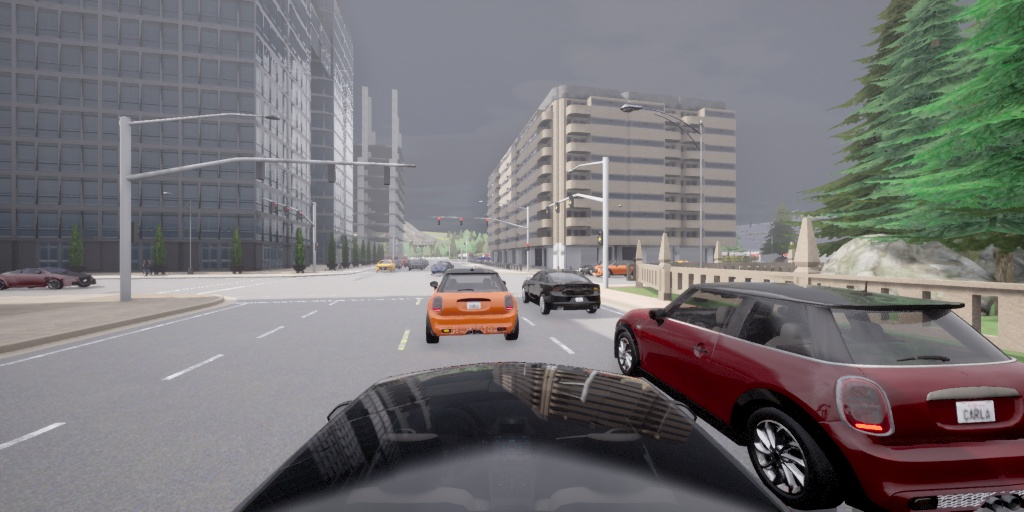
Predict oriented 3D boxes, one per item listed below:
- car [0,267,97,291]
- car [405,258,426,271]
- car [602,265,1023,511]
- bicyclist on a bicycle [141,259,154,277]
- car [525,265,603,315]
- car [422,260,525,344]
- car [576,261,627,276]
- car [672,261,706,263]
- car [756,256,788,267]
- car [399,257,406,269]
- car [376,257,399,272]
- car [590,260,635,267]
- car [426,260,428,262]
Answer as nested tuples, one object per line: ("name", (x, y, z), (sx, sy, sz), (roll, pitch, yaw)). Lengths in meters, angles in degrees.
("car", (-28.981, 1.369, 22.279), (4.181, 1.385, 1.994), (0, 0, -12))
("car", (-13.083, 1.255, 48.868), (1.837, 1.490, 4.892), (0, 0, -12))
("car", (3.015, 1.102, 4.608), (2.097, 1.767, 4.553), (0, 0, -6))
("bicyclist on a bicycle", (-33.998, 1.106, 33.445), (0.582, 1.620, 1.656), (0, 0, -12))
("car", (1.686, 1.228, 13.773), (1.882, 1.535, 5.008), (0, 0, -10))
("car", (-1.181, 1.102, 9.912), (2.097, 1.767, 4.553), (0, 0, -10))
("car", (9.480, 1.297, 38.108), (4.902, 1.511, 2.128), (0, 0, -12))
("car", (18.802, 1.331, 36.563), (4.674, 1.442, 1.812), (0, 0, -12))
("car", (30.115, 1.025, 39.055), (5.566, 2.045, 2.150), (0, 0, -12))
("car", (-17.853, 1.241, 54.441), (2.128, 1.511, 4.902), (0, 0, -12))
("car", (-15.890, 1.227, 45.227), (1.882, 1.535, 5.008), (0, 0, -12))
("car", (10.030, 1.157, 34.642), (4.553, 1.767, 2.097), (0, 0, -12))
("car", (-7.367, 1.298, 38.558), (2.033, 1.411, 5.357), (0, 0, 0))
